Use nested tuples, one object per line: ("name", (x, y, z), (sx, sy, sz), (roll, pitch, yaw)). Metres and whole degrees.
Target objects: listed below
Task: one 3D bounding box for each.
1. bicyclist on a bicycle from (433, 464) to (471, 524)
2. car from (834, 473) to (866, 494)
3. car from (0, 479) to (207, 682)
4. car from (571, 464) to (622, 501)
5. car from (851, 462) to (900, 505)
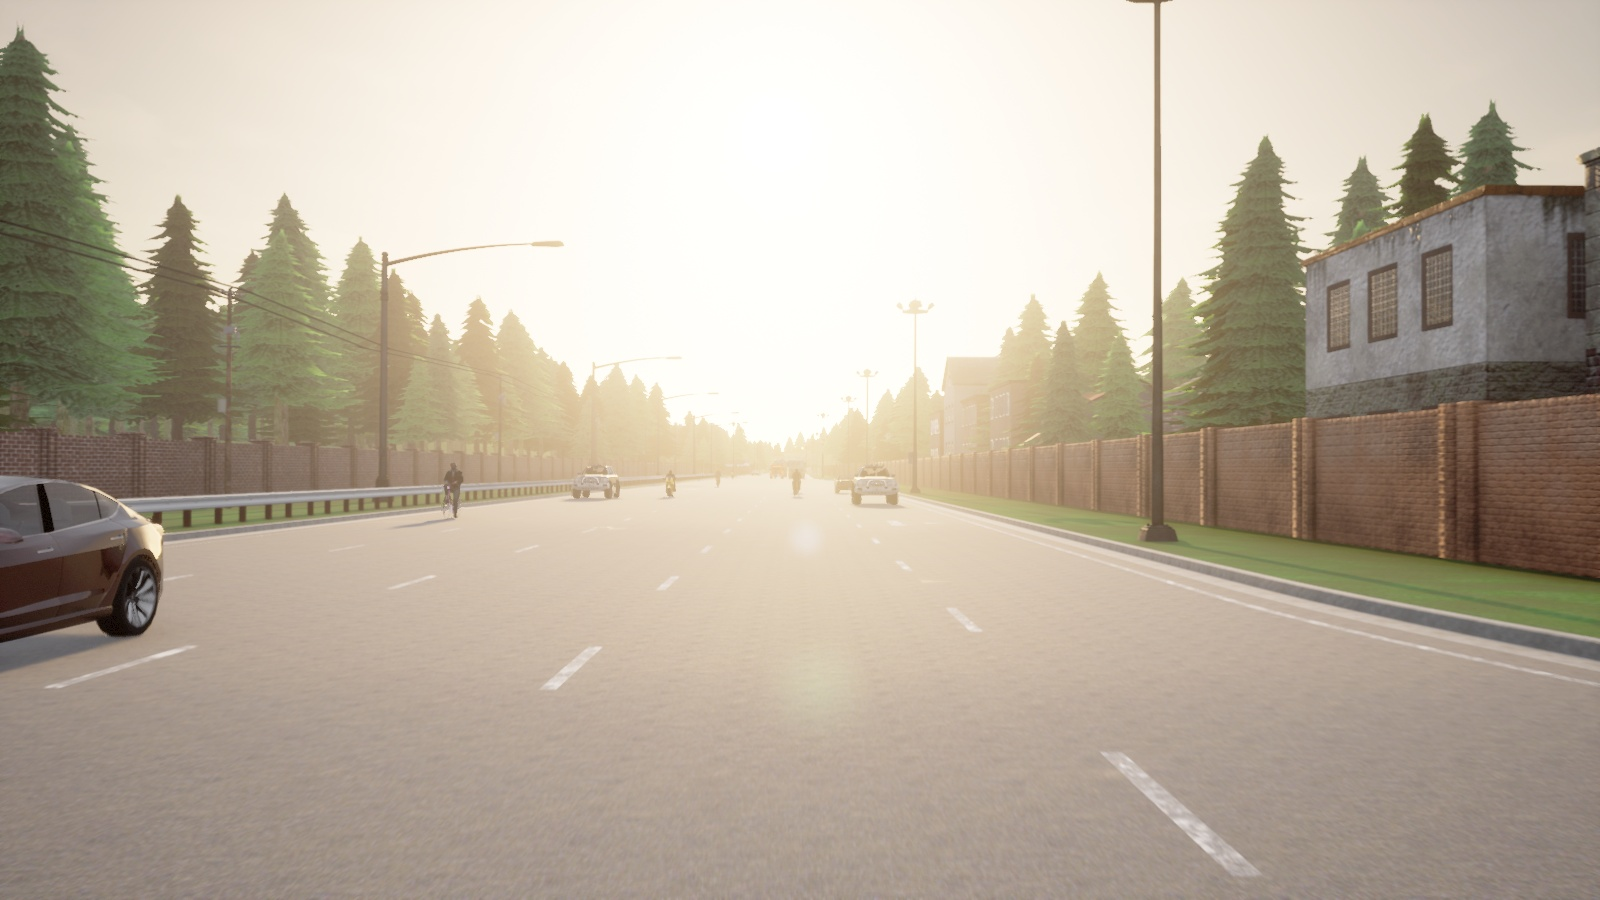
("bicyclist on a bicycle", (-10.595, 1.323, 38.249), (0.659, 1.776, 1.843), (0, -1, 0))
("car", (3.295, 2.202, 83.405), (1.895, 1.301, 4.718), (0, -1, 0))
("car", (-7.026, 1.000, 10.198), (2.163, 1.488, 4.792), (0, -1, 0))
("car", (-10.663, 1.703, 66.073), (1.932, 1.855, 4.605), (0, -1, 0))
("car", (3.360, 1.500, 56.630), (1.932, 1.855, 4.605), (0, -1, 0))
